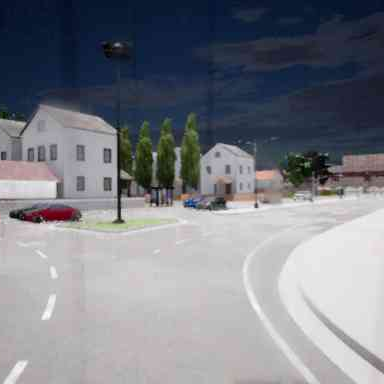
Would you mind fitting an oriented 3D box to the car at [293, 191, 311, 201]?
[{"bbox_3d":[21.805,0.778,65.910,2.150,2.045,5.566,0,0,35],"label":"car"}]

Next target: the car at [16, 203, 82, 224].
[{"bbox_3d":[-10.482,1.600,24.985,4.181,1.385,1.994,-1,0,-38],"label":"car"}]

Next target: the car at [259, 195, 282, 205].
[{"bbox_3d":[12.896,1.365,53.480,1.994,1.385,4.181,0,0,36],"label":"car"}]

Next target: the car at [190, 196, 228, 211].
[{"bbox_3d":[2.284,1.263,38.648,2.097,1.767,4.553,0,0,36],"label":"car"}]

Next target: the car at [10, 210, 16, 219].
[{"bbox_3d":[-12.751,1.613,27.607,4.181,1.385,1.994,-1,0,-38],"label":"car"}]

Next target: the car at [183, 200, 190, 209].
[{"bbox_3d":[0.862,1.392,42.648,1.882,1.535,5.008,0,0,36],"label":"car"}]

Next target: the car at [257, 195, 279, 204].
[{"bbox_3d":[13.891,1.272,60.822,2.128,1.511,4.902,0,0,36],"label":"car"}]
